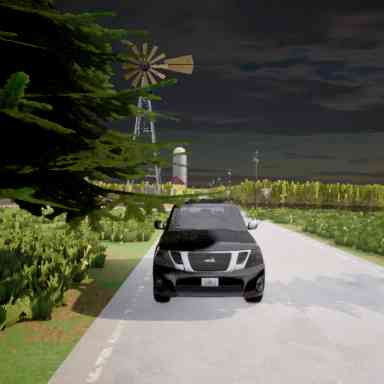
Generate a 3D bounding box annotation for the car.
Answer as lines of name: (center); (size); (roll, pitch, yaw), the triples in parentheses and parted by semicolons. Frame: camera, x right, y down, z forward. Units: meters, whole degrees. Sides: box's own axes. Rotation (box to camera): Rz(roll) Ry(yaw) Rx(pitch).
car: (0.331, 1.221, 8.579); (2.150, 2.045, 5.566); (0, 0, 0)
